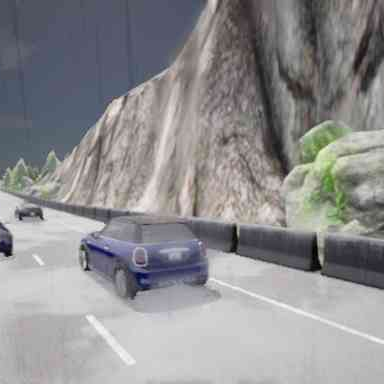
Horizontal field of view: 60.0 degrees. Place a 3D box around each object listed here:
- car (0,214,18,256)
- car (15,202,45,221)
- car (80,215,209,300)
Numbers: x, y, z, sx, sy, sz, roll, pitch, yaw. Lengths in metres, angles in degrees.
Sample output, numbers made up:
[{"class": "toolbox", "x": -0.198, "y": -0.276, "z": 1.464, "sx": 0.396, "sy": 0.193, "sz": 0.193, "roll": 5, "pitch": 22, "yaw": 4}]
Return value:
[{"class": "car", "x": -8.158, "y": 1.633, "z": 12.912, "sx": 1.994, "sy": 1.385, "sz": 4.181, "roll": 0, "pitch": 0, "yaw": -33}, {"class": "car", "x": -13.959, "y": 1.596, "z": 28.517, "sx": 1.812, "sy": 1.442, "sz": 4.674, "roll": 0, "pitch": 0, "yaw": -33}, {"class": "car", "x": -1.509, "y": 1.424, "z": 9.001, "sx": 2.097, "sy": 1.767, "sz": 4.553, "roll": 0, "pitch": -1, "yaw": -33}]
